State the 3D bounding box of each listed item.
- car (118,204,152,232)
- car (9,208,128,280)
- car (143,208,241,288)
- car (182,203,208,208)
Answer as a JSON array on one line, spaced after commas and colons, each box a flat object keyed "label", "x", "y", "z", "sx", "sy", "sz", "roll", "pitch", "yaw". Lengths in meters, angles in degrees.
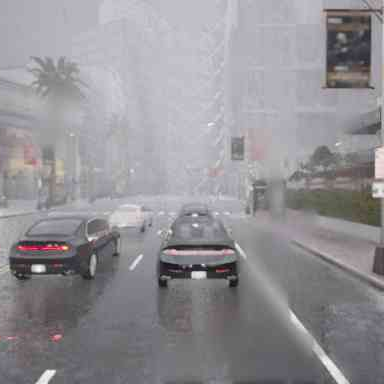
[{"label": "car", "x": -3.343, "y": 1.379, "z": 18.663, "sx": 1.812, "sy": 1.442, "sz": 4.674, "roll": 0, "pitch": 0, "yaw": 0}, {"label": "car", "x": -3.364, "y": 1.427, "z": 9.725, "sx": 1.837, "sy": 1.490, "sz": 4.892, "roll": 0, "pitch": 0, "yaw": 0}, {"label": "car", "x": 0.137, "y": 1.420, "z": 9.026, "sx": 2.128, "sy": 1.511, "sz": 4.902, "roll": 0, "pitch": 0, "yaw": 0}, {"label": "car", "x": 0.156, "y": 1.360, "z": 18.500, "sx": 1.837, "sy": 1.490, "sz": 4.892, "roll": 0, "pitch": 0, "yaw": 0}]
